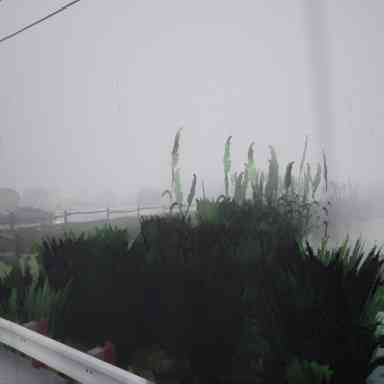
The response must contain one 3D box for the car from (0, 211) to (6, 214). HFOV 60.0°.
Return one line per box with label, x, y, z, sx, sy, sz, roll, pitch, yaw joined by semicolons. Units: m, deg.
car;-12.364;1.770;25.184;1.994;1.385;4.181;1;1;31
